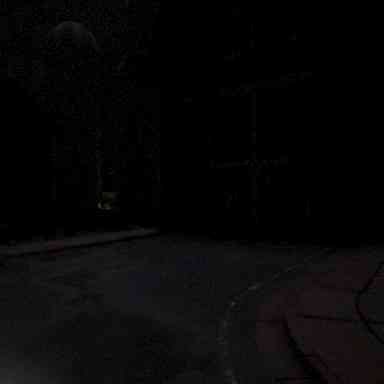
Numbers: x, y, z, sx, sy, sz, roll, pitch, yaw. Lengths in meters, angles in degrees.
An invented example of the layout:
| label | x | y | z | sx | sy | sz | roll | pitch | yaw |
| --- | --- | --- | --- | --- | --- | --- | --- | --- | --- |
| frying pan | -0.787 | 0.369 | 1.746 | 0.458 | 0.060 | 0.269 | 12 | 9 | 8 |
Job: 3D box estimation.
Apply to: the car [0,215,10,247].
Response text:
| label | x | y | z | sx | sy | sz | roll | pitch | yaw |
| --- | --- | --- | --- | --- | --- | --- | --- | --- | --- |
| car | -7.814 | 1.284 | 10.241 | 3.866 | 1.878 | 1.905 | -2 | 6 | -7 |
